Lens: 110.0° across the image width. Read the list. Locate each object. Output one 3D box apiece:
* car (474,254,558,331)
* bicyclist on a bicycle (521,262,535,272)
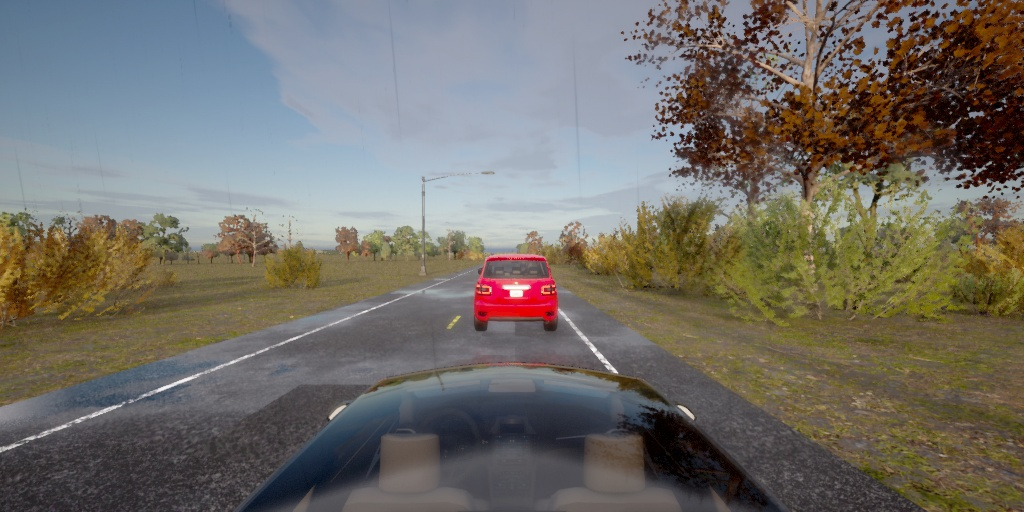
[{"bbox_3d":[0.093,0.968,11.066,2.150,2.045,5.566,0,0,0],"label":"car"},{"bbox_3d":[0.945,1.114,18.772,0.659,1.776,1.843,0,0,0],"label":"bicyclist on a bicycle"}]
